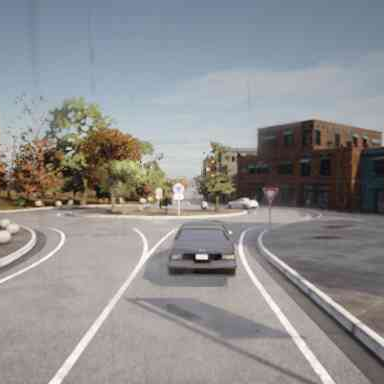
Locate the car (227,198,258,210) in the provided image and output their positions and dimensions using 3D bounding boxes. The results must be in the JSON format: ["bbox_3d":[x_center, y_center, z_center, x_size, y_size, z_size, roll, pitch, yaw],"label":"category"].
[{"bbox_3d":[6.711,1.543,44.280,1.812,1.442,4.674,-1,0,-36],"label":"car"}]

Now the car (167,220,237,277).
[{"bbox_3d":[0.325,1.588,10.362,2.033,1.411,5.357,0,0,2],"label":"car"}]
